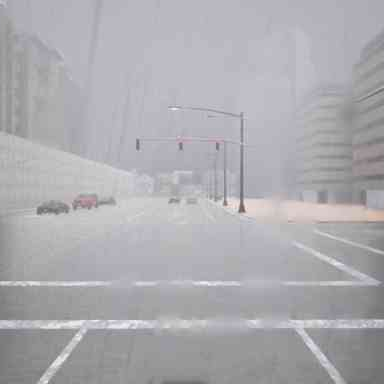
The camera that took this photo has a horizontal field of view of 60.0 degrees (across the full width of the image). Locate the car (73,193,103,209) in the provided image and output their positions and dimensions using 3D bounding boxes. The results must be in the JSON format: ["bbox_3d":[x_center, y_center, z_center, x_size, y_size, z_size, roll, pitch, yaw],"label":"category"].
[{"bbox_3d":[-14.113,1.221,44.495,2.150,2.045,5.566,0,0,0],"label":"car"}]

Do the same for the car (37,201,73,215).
[{"bbox_3d":[-14.114,1.564,33.961,1.994,1.385,4.181,0,0,0],"label":"car"}]

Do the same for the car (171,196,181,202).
[{"bbox_3d":[-3.543,1.595,74.448,1.895,1.301,4.718,0,0,0],"label":"car"}]

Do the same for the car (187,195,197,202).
[{"bbox_3d":[-0.043,1.427,73.631,2.033,1.411,5.357,0,0,0],"label":"car"}]

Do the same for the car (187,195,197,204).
[{"bbox_3d":[-0.037,1.477,63.212,1.882,1.535,5.008,0,0,0],"label":"car"}]

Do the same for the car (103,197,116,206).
[{"bbox_3d":[-14.100,1.547,55.483,2.033,1.411,5.357,0,0,0],"label":"car"}]

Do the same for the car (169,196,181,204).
[{"bbox_3d":[-3.450,1.525,64.212,1.812,1.442,4.674,0,0,0],"label":"car"}]
